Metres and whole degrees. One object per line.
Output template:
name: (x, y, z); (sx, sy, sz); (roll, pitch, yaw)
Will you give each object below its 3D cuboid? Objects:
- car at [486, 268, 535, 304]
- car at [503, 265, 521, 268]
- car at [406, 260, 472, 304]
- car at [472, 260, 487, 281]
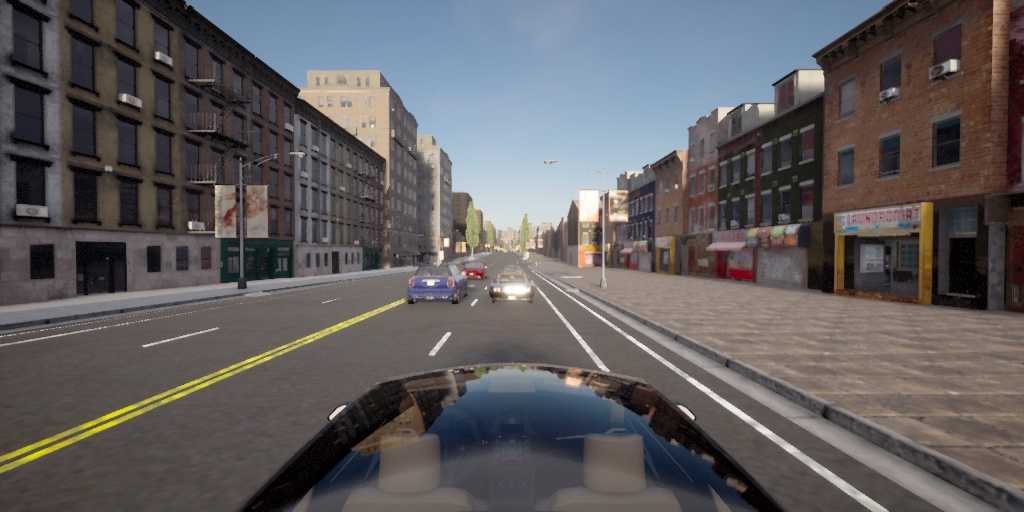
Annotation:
car: (0.000, 1.383, 16.534); (1.895, 1.301, 4.718); (0, 0, 0)
car: (0.000, 1.452, 31.538); (1.895, 1.301, 4.718); (0, 0, 0)
car: (-3.250, 1.133, 16.474); (2.097, 1.767, 4.553); (0, 0, 0)
car: (-3.250, 1.320, 31.509); (1.882, 1.535, 5.008); (0, 0, 0)
